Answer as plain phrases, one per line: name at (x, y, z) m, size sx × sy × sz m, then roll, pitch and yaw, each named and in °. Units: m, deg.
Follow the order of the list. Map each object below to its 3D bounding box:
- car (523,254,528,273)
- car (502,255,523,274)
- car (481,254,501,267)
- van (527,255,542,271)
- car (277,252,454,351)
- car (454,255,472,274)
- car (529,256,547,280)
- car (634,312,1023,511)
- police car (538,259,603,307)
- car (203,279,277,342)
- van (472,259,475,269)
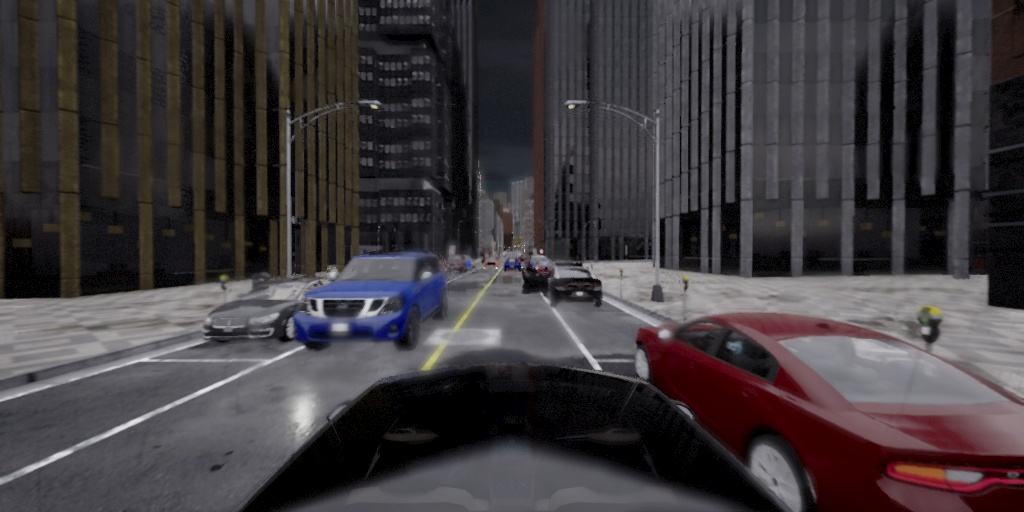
car at (2.765, 0.794, 42.614) m, size 2.192 × 1.841 × 5.009 m, roll 0°, pitch 0°, yaw 0°
car at (0.058, 0.962, 41.897) m, size 1.882 × 1.535 × 5.008 m, roll 0°, pitch 0°, yaw 1°
car at (-3.000, 0.816, 53.598) m, size 2.097 × 1.767 × 4.553 m, roll 0°, pitch 0°, yaw 0°
van at (2.766, 0.856, 37.088) m, size 1.690 × 1.789 × 3.998 m, roll 0°, pitch 0°, yaw 0°
car at (-3.101, 0.922, 9.227) m, size 2.150 × 2.045 × 5.566 m, roll 0°, pitch 0°, yaw 0°
car at (-5.766, 0.831, 37.101) m, size 2.192 × 1.841 × 5.009 m, roll 0°, pitch 0°, yaw 0°
car at (2.767, 0.992, 31.564) m, size 1.967 × 1.591 × 4.097 m, roll 0°, pitch 0°, yaw 0°
car at (2.773, 1.280, 3.937) m, size 1.888 × 1.381 × 4.507 m, roll 0°, pitch 0°, yaw 0°
police car at (2.367, 1.087, 15.033) m, size 1.930 × 1.638 × 5.238 m, roll 0°, pitch 0°, yaw 0°
car at (-5.770, 1.249, 9.477) m, size 2.007 × 1.370 × 4.403 m, roll 0°, pitch 0°, yaw 0°
van at (-5.765, 0.821, 42.626) m, size 1.690 × 1.789 × 3.998 m, roll 0°, pitch 0°, yaw 0°
